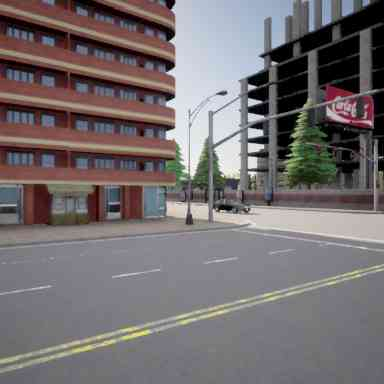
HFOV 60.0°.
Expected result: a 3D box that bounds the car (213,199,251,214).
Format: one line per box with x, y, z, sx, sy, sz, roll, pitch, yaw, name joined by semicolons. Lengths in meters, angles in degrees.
4.209;1.491;35.904;2.128;1.511;4.902;0;0;-35;car
